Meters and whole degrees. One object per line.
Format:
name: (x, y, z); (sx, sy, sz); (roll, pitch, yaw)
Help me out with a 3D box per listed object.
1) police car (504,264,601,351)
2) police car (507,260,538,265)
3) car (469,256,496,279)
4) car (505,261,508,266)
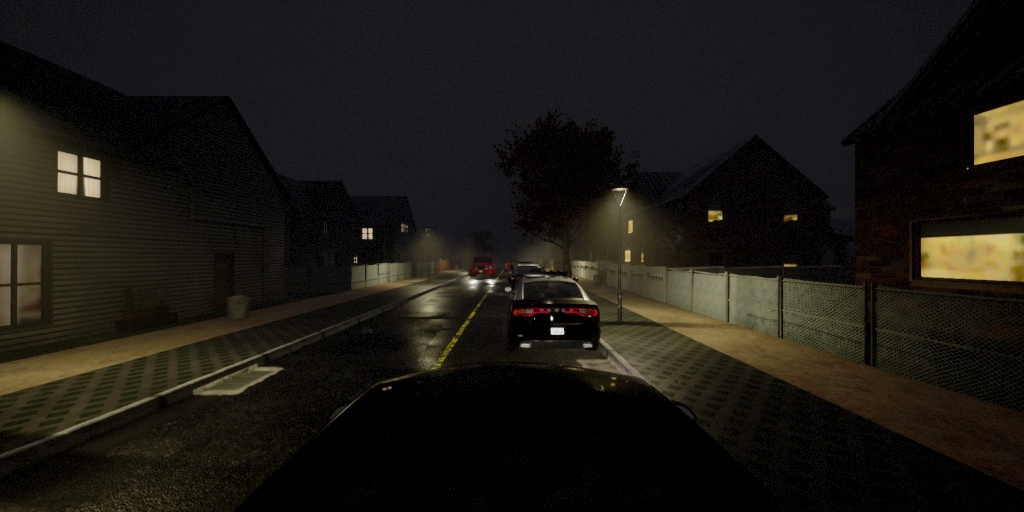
police car: (0.839, 1.178, 9.165); (1.930, 1.638, 5.238); (0, 0, 0)
police car: (0.858, 1.184, 19.165); (1.930, 1.638, 5.238); (0, 0, 0)
car: (-2.688, 1.000, 33.759); (2.150, 2.045, 5.566); (0, 0, 0)
car: (0.130, 1.210, 47.979); (2.097, 1.767, 4.553); (0, 0, 1)
